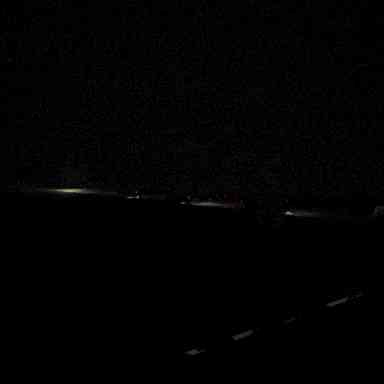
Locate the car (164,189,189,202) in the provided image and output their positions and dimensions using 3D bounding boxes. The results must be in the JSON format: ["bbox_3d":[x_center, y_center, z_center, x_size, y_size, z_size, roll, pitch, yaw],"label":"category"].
[{"bbox_3d":[-1.791,0.396,42.656,2.128,1.511,4.902,-3,4,-35],"label":"car"}]

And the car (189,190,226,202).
[{"bbox_3d":[2.128,0.454,42.222,1.895,1.301,4.718,-3,4,-35],"label":"car"}]

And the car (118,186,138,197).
[{"bbox_3d":[-10.776,-0.087,55.494,1.837,1.490,4.892,-3,4,-35],"label":"car"}]

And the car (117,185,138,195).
[{"bbox_3d":[-12.111,-0.415,62.287,2.128,1.511,4.902,-3,4,-35],"label":"car"}]

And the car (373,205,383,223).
[{"bbox_3d":[13.810,1.324,20.637,1.812,1.442,4.674,-3,4,-35],"label":"car"}]

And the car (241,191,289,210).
[{"bbox_3d":[6.662,0.742,30.711,2.097,1.767,4.553,-3,4,-35],"label":"car"}]
